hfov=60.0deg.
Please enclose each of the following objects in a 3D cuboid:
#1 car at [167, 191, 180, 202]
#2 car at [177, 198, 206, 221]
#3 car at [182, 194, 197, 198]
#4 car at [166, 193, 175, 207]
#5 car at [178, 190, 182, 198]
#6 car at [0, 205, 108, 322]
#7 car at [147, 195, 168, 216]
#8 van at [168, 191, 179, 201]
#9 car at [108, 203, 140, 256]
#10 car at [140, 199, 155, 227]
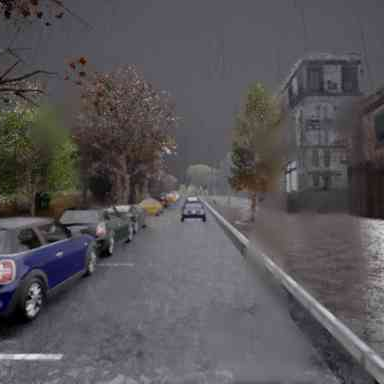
[{"bbox_3d":[-3.762,1.087,57.516,2.097,1.535,5.008,0,0,2],"label":"car"},{"bbox_3d":[0.066,1.399,25.297,2.033,1.411,5.357,0,0,-2],"label":"car"},{"bbox_3d":[0.017,1.261,41.359,1.812,1.442,4.674,0,1,0],"label":"car"},{"bbox_3d":[-3.729,1.249,40.838,2.163,1.488,4.792,0,0,2],"label":"car"},{"bbox_3d":[-3.772,0.791,63.118,2.435,2.045,5.566,0,0,2],"label":"car"},{"bbox_3d":[-3.669,1.321,7.351,2.185,1.767,4.553,0,0,2],"label":"car"},{"bbox_3d":[-3.702,1.297,29.852,1.946,1.575,5.366,0,0,2],"label":"car"},{"bbox_3d":[-3.779,0.771,68.777,1.878,1.987,4.442,0,0,2],"label":"van"},{"bbox_3d":[-3.679,1.287,12.922,2.185,1.767,4.553,0,0,2],"label":"car"},{"bbox_3d":[-3.688,1.378,18.518,2.231,1.521,4.892,0,0,2],"label":"car"}]
